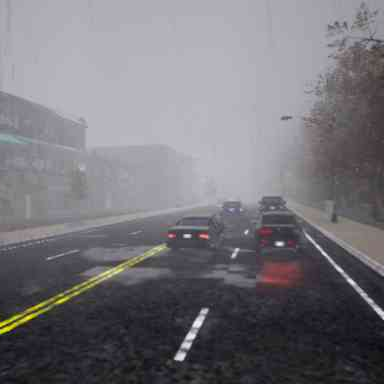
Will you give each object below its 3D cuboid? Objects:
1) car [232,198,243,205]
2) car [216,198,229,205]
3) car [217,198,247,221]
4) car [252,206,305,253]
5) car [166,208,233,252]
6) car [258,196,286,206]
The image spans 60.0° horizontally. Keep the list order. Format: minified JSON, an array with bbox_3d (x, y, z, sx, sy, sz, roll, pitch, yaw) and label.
[{"bbox_3d":[9.725,1.959,70.813,2.033,1.411,5.357,-1,0,13],"label":"car"},{"bbox_3d":[6.555,2.003,71.527,2.033,1.411,5.357,-1,0,13],"label":"car"},{"bbox_3d":[3.693,1.529,29.217,2.097,1.767,4.553,-1,-1,13],"label":"car"},{"bbox_3d":[3.623,1.572,14.090,1.837,1.490,4.892,-1,0,13],"label":"car"},{"bbox_3d":[0.382,1.654,14.499,2.033,1.411,5.357,-1,0,13],"label":"car"},{"bbox_3d":[6.851,1.351,28.461,2.150,2.045,5.566,-1,0,13],"label":"car"}]
